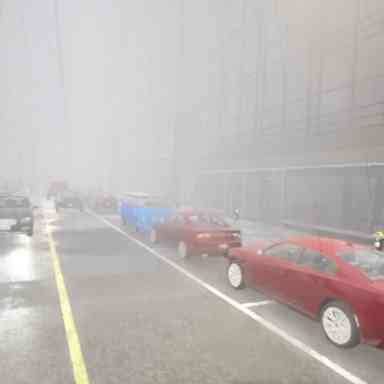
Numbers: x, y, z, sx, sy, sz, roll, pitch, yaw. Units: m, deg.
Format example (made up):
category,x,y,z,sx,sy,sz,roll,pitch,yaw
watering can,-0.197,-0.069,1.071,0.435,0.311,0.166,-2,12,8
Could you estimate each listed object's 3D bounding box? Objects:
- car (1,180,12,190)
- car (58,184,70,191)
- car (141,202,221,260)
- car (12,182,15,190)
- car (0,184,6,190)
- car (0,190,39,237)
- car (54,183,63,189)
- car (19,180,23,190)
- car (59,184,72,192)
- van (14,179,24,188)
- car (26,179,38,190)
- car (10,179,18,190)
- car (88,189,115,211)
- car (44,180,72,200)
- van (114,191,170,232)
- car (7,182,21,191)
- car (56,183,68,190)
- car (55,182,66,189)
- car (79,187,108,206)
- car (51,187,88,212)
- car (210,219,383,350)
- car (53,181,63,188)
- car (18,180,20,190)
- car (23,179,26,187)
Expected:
category,x,y,z,sx,sy,sz,roll,pitch,yaw
car,-19.543,-0.099,33.154,1.967,1.590,4.097,2,1,-25
car,-25.959,-0.943,67.232,1.947,1.339,4.313,2,1,-25
car,-0.050,1.308,11.365,1.887,1.381,4.507,2,1,-25
car,-21.904,-0.180,38.235,1.947,1.339,4.313,2,1,-25
car,-17.194,0.250,28.078,1.802,1.307,4.206,2,1,-25
car,-7.497,0.877,13.731,2.128,1.511,4.902,2,1,-25
car,-33.026,-1.540,82.468,1.802,1.307,4.206,2,1,-25
car,-28.957,-1.050,53.465,2.192,1.841,5.009,2,1,-25
car,-23.604,-0.738,62.154,1.947,1.339,4.313,2,1,-25
van,-38.379,-1.844,73.779,1.690,1.788,3.998,2,1,-25
car,-31.448,-1.202,65.375,1.837,1.490,4.892,2,1,-25
car,-24.253,-0.512,43.311,1.967,1.590,4.097,2,1,-25
car,-7.116,0.687,26.602,1.887,1.381,4.507,2,1,-25
car,-15.163,-0.211,37.499,2.150,2.045,5.566,2,2,-24
van,-2.395,0.898,16.440,1.690,1.788,3.998,2,1,-25
car,-31.325,-0.990,58.548,1.802,1.307,4.206,2,1,-25
car,-28.314,-1.163,72.310,2.008,1.369,4.403,2,1,-25
car,-30.664,-1.478,77.387,1.967,1.590,4.097,2,1,-25
car,-9.466,0.376,31.679,1.967,1.590,4.097,2,1,-25
car,-9.102,0.623,24.506,1.812,1.442,4.674,2,1,-24
car,2.306,1.515,6.287,1.887,1.381,4.507,2,1,-25
car,-35.369,-2.010,87.542,2.192,1.841,5.009,2,1,-25
car,-26.614,-0.593,48.391,1.947,1.339,4.313,2,1,-25
car,-33.668,-1.461,63.622,2.192,1.841,5.009,2,1,-25
